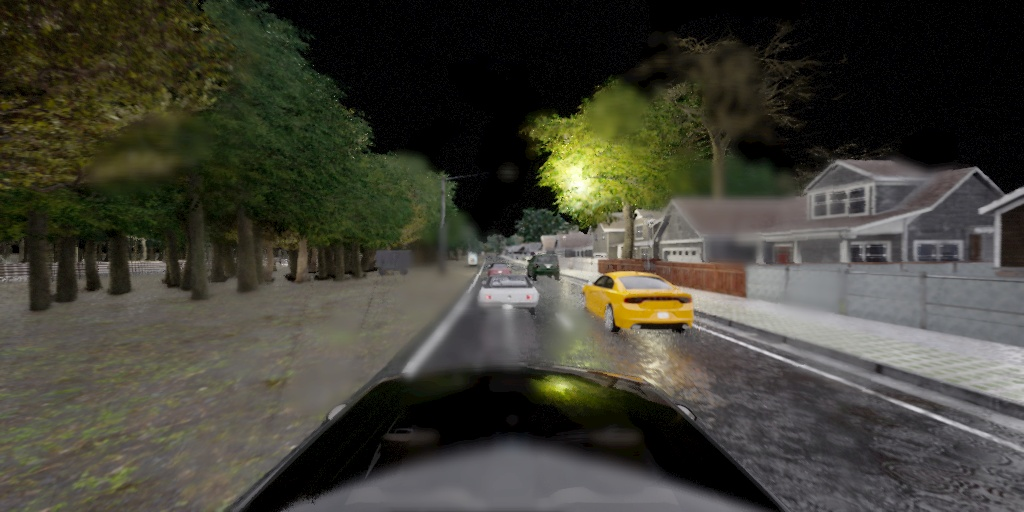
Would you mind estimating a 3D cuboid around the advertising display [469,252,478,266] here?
[{"bbox_3d":[-6.924,0.594,64.195,1.540,2.440,0.280,0,0,-4],"label":"advertising display"}]

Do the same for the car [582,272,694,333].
[{"bbox_3d":[3.415,1.199,10.700,1.882,1.535,5.008,0,0,-1],"label":"car"}]

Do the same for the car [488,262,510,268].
[{"bbox_3d":[-1.072,1.223,30.544,1.994,1.385,4.181,0,0,-4],"label":"car"}]

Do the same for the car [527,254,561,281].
[{"bbox_3d":[2.527,0.880,29.226,2.150,2.045,5.566,0,0,-4],"label":"car"}]

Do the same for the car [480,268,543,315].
[{"bbox_3d":[-0.154,1.317,13.431,1.895,1.301,4.718,0,0,-2],"label":"car"}]
